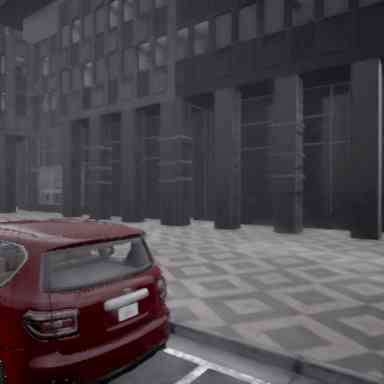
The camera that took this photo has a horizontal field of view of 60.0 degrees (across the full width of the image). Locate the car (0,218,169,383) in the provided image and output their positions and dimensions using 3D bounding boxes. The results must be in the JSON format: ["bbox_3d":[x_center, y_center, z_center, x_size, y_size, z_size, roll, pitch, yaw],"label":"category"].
[{"bbox_3d":[-2.601,1.314,4.823,5.009,1.841,2.192,0,0,36],"label":"car"}]
